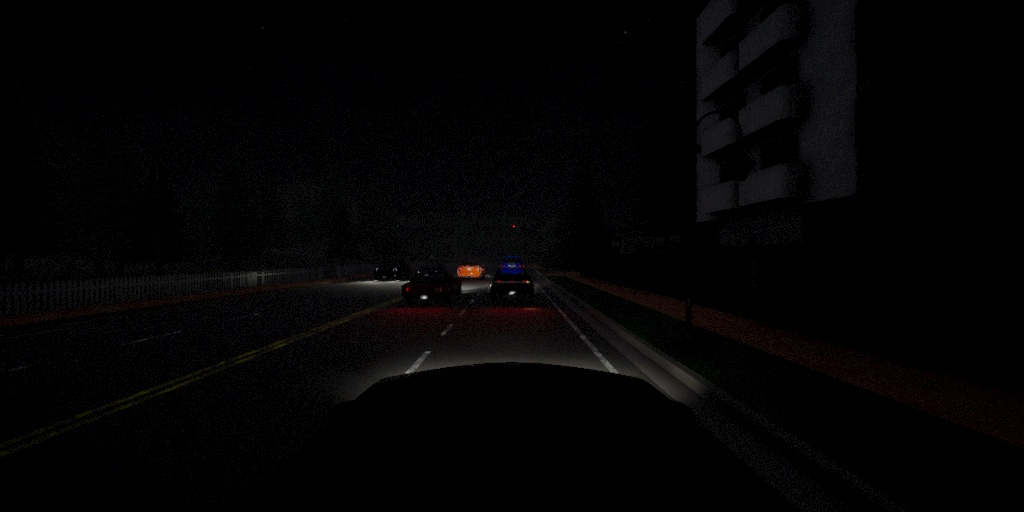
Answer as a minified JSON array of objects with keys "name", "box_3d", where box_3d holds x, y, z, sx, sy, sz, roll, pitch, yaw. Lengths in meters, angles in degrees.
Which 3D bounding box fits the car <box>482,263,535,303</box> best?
[{"name":"car","box_3d":[0.000,1.243,16.500,2.128,1.511,4.902,0,0,0]}]

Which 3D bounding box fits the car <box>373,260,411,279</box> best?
[{"name":"car","box_3d":[-10.500,1.152,31.660,2.097,1.767,4.553,0,0,0]}]

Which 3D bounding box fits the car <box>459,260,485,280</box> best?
[{"name":"car","box_3d":[-3.500,1.114,31.470,2.097,1.767,4.553,0,0,0]}]

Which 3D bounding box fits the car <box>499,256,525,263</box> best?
[{"name":"car","box_3d":[0.000,1.006,31.530,2.150,2.045,5.566,0,0,0]}]

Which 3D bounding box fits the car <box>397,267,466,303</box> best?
[{"name":"car","box_3d":[-3.500,1.364,16.530,1.895,1.301,4.718,0,0,0]}]

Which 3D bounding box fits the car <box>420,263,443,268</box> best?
[{"name":"car","box_3d":[-7.000,1.308,31.630,1.812,1.442,4.674,0,0,0]}]
